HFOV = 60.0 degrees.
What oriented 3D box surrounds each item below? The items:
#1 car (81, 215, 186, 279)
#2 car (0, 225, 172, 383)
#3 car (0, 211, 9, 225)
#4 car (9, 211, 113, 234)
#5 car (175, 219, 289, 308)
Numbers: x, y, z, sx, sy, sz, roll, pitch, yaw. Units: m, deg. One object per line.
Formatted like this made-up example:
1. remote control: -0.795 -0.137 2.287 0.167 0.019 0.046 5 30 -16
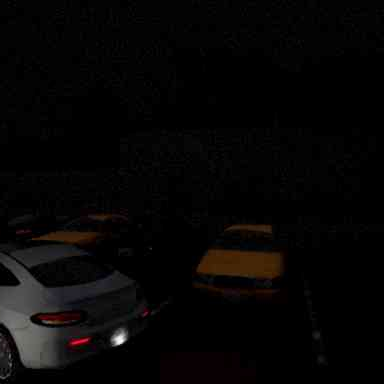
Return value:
1. car: -0.978 1.518 10.212 2.163 1.488 4.792 0 -1 15
2. car: -2.749 1.523 5.338 4.674 1.442 1.812 0 0 36
3. car: -5.843 1.527 13.644 2.002 1.452 4.674 0 -1 15
4. car: -3.459 1.480 11.736 1.946 1.575 5.366 1 -1 15
5. car: 1.398 1.486 8.271 1.946 1.575 5.366 1 -1 16
